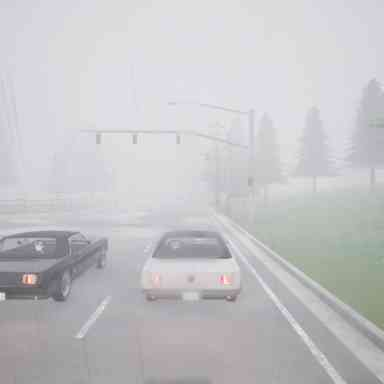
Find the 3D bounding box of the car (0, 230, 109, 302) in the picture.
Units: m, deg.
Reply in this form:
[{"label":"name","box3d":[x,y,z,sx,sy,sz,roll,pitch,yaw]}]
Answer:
[{"label":"car","box3d":[-3.494,1.601,8.233,1.895,1.301,4.718,0,0,0]}]

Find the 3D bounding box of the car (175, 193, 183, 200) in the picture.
[{"label":"car","box3d":[-3.577,1.187,92.460,2.097,1.767,4.553,0,0,0]}]

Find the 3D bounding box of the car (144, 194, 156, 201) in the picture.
[{"label":"car","box3d":[-10.569,1.588,82.511,1.895,1.301,4.718,0,0,0]}]

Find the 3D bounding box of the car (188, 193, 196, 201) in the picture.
[{"label":"car","box3d":[-0.069,1.517,82.073,2.128,1.511,4.902,0,0,0]}]

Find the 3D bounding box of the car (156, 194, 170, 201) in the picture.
[{"label":"car","box3d":[-7.069,1.517,82.067,2.128,1.511,4.902,0,0,0]}]

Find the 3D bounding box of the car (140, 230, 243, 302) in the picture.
[{"label":"car","box3d":[0.006,1.601,8.236,1.895,1.301,4.718,0,0,0]}]

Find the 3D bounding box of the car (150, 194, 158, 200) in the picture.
[{"label":"car","box3d":[-10.577,1.357,92.484,1.812,1.442,4.674,0,0,0]}]

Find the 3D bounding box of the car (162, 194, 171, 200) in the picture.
[{"label":"car","box3d":[-7.077,1.372,92.487,2.033,1.411,5.357,0,0,0]}]

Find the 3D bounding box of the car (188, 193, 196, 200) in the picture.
[{"label":"car","box3d":[-0.077,1.187,92.463,2.097,1.767,4.553,0,0,0]}]

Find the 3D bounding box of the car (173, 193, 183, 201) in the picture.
[{"label":"car","box3d":[-3.569,1.348,82.456,2.097,1.767,4.553,0,0,0]}]
